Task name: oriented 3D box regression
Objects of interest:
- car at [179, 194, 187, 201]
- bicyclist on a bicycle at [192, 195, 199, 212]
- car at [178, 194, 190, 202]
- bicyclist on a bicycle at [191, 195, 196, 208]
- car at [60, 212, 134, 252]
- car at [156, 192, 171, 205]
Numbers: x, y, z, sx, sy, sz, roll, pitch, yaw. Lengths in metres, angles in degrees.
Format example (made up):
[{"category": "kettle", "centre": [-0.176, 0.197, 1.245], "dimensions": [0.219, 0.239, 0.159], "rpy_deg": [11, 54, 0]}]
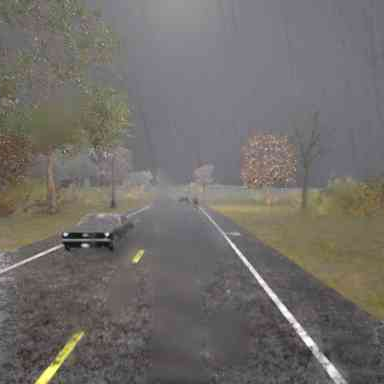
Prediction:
[{"category": "car", "centre": [-2.118, 1.151, 76.727], "dimensions": [1.837, 1.490, 4.892], "rpy_deg": [0, 0, -3]}, {"category": "bicyclist on a bicycle", "centre": [0.473, 1.295, 35.251], "dimensions": [0.582, 1.620, 1.656], "rpy_deg": [0, 0, -2]}, {"category": "car", "centre": [-1.492, 1.215, 63.856], "dimensions": [1.837, 1.490, 4.892], "rpy_deg": [0, 0, -2]}, {"category": "bicyclist on a bicycle", "centre": [0.207, 1.254, 44.264], "dimensions": [0.582, 1.620, 1.656], "rpy_deg": [0, 0, -2]}, {"category": "car", "centre": [-3.687, 1.541, 13.687], "dimensions": [1.895, 1.301, 4.718], "rpy_deg": [0, 0, -1]}, {"category": "car", "centre": [-4.711, 0.974, 55.055], "dimensions": [2.150, 2.045, 5.566], "rpy_deg": [0, 0, -2]}]
